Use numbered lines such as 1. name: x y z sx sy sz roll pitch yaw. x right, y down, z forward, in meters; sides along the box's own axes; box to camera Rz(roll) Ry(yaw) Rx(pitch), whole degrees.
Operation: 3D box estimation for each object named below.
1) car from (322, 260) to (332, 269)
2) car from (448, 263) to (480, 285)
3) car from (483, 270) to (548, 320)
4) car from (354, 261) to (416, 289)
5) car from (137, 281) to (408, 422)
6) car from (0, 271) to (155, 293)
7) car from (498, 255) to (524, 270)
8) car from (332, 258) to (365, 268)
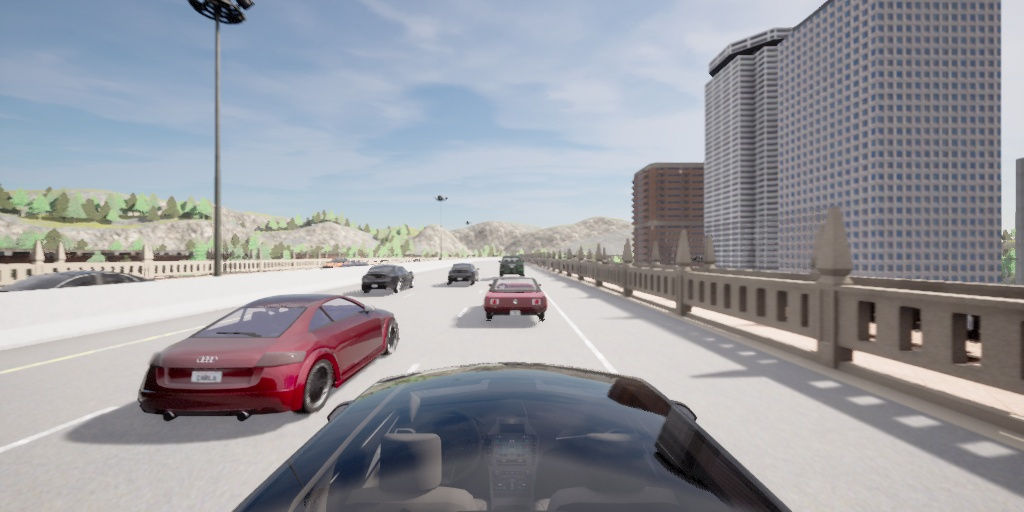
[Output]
1. car: -21.518 1.103 44.310 2.097 1.767 4.553 0 0 -1
2. car: -3.458 1.255 25.956 1.837 1.490 4.892 0 0 -1
3. car: 0.102 1.351 12.549 1.895 1.301 4.718 0 0 0
4. car: -6.910 1.255 20.427 1.837 1.490 4.892 0 0 0
5. car: -3.398 1.314 5.997 1.994 1.385 4.181 0 0 0
6. car: -14.099 1.255 11.393 1.837 1.490 4.892 0 0 0
7. car: -0.062 0.972 32.176 2.150 2.045 5.566 0 0 -1
8. car: -17.932 1.243 40.686 2.128 1.511 4.902 0 0 -1
